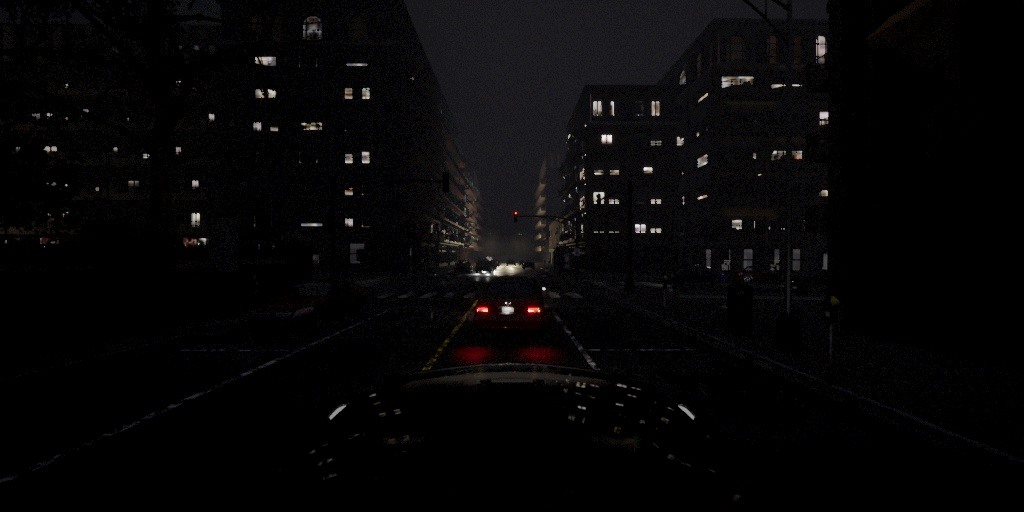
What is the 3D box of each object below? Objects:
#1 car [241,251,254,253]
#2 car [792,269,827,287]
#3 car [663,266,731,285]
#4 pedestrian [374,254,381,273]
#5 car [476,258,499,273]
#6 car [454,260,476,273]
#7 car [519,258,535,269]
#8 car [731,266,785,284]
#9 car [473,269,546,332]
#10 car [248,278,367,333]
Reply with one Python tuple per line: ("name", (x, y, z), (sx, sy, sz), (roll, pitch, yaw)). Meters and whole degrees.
("car", (-18.611, 0.677, 25.191), (5.566, 2.045, 2.150), (1, 0, -1))
("car", (24.901, 1.809, 29.057), (4.718, 1.301, 1.895), (1, 0, -1))
("car", (14.594, 1.552, 28.899), (4.674, 1.442, 1.812), (1, 0, -1))
("pedestrian", (-12.812, 0.652, 34.013), (0.375, 1.860, 0.375), (0, -1, -1))
("car", (-3.197, 1.296, 43.320), (2.033, 1.411, 5.357), (0, 0, 4))
("car", (-5.817, 1.188, 43.042), (1.967, 1.591, 4.097), (0, 0, 0))
("car", (2.528, 1.299, 54.341), (2.007, 1.370, 4.403), (0, 0, 0))
("car", (21.289, 1.570, 31.564), (4.097, 1.591, 1.967), (0, 0, -1))
("car", (0.050, 1.297, 10.846), (2.033, 1.411, 5.357), (0, 0, 3))
("car", (-5.715, 1.331, 10.632), (1.802, 1.307, 4.207), (0, 0, 0))
